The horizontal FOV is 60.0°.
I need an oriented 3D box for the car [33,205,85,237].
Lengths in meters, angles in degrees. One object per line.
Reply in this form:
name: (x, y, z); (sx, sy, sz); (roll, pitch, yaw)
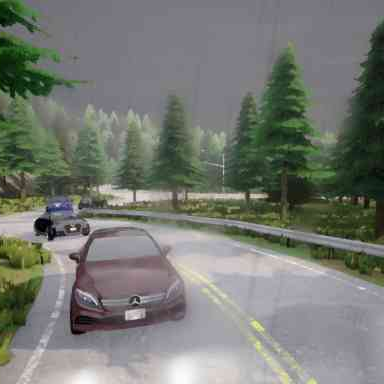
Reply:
car: (-7.025, 1.664, 17.750); (1.994, 1.385, 4.181); (-4, 2, -38)

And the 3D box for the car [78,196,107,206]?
car: (-12.648, 1.289, 42.804); (2.097, 1.767, 4.553); (2, 2, 13)

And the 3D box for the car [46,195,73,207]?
car: (-12.809, 1.326, 32.219); (2.150, 2.045, 5.566); (-1, 0, -18)

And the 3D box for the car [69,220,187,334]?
car: (-1.510, 1.523, 7.043); (1.812, 1.442, 4.674); (-2, 0, -17)
